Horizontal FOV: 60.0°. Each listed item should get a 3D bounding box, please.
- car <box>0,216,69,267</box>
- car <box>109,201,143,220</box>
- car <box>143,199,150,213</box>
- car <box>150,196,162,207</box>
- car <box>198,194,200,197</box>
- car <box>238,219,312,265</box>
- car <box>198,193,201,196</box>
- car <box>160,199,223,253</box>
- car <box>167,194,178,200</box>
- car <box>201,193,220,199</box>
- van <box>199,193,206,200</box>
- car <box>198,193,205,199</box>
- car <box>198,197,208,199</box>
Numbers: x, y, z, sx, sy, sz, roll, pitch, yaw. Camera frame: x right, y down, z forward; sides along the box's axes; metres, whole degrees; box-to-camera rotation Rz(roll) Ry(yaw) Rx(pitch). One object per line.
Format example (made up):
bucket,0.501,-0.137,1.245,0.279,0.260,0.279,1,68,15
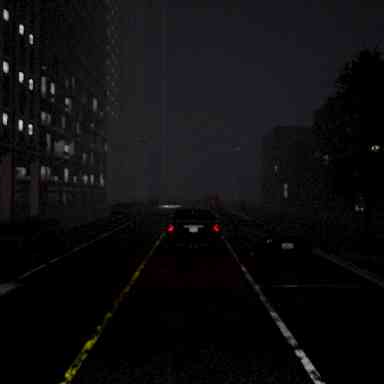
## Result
car,-5.678,1.549,11.450,1.947,1.339,4.313,1,0,0
car,-5.678,1.520,28.088,1.947,1.339,4.313,1,0,0
car,-5.679,1.526,33.634,1.802,1.307,4.206,1,0,0
car,-5.676,1.352,50.271,1.967,1.590,4.097,1,0,0
car,2.702,1.451,61.367,1.947,1.339,4.313,1,0,0
car,2.702,1.549,11.453,1.947,1.339,4.313,1,0,0
car,2.701,1.437,66.911,1.947,1.339,4.313,1,0,0
car,0.069,1.330,13.641,2.097,1.767,4.553,0,0,0
car,-3.076,1.470,52.492,1.994,1.385,4.181,0,0,0
car,2.706,1.238,44.728,2.192,1.841,5.009,1,0,0
van,2.706,1.158,88.358,1.690,1.788,3.998,1,0,0
car,2.704,1.242,93.835,1.967,1.590,4.097,1,0,0
car,0.070,1.445,28.924,2.128,1.511,4.902,0,0,0
